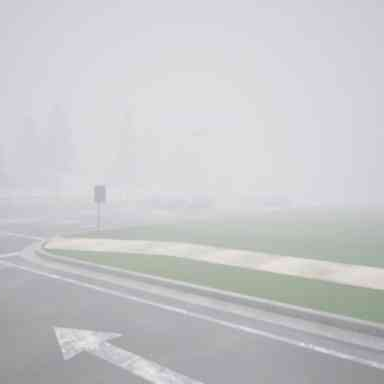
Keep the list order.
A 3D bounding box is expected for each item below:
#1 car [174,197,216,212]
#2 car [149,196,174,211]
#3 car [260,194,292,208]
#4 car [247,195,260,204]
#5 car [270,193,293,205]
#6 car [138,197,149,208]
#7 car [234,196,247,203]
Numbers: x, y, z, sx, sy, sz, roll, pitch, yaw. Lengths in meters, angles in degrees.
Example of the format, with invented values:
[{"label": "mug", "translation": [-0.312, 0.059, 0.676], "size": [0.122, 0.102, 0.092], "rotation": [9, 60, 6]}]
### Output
[{"label": "car", "translation": [0.712, 1.279, 35.344], "size": [2.128, 1.511, 4.902], "rotation": [1, 0, 36]}, {"label": "car", "translation": [-1.967, 1.297, 37.613], "size": [2.033, 1.411, 5.357], "rotation": [1, 0, 36]}, {"label": "car", "translation": [11.353, 1.374, 43.942], "size": [2.033, 1.411, 5.357], "rotation": [1, 0, 36]}, {"label": "car", "translation": [11.871, 1.246, 56.387], "size": [2.128, 1.511, 4.902], "rotation": [1, 0, 37]}, {"label": "car", "translation": [14.620, 1.142, 54.216], "size": [2.097, 1.767, 4.553], "rotation": [1, 1, 37]}, {"label": "car", "translation": [-4.410, 1.204, 40.193], "size": [2.128, 1.511, 4.902], "rotation": [1, 0, 36]}, {"label": "car", "translation": [9.395, 1.317, 58.918], "size": [1.895, 1.301, 4.718], "rotation": [1, 0, 37]}]
